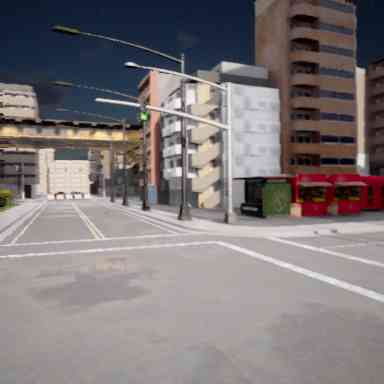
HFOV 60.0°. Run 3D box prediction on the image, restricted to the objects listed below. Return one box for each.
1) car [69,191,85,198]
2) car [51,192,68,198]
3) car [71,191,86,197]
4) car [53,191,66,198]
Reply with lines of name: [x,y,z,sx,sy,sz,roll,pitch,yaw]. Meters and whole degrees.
car: [-26.358,0.663,77.232,2.038,1.542,4.974,-1,1,-42]
car: [-30.339,0.575,76.037,1.853,1.218,4.536,-1,1,3]
car: [-26.395,0.506,77.268,1.853,1.218,4.536,-1,1,-42]
car: [-30.339,0.733,75.987,2.038,1.542,4.974,-1,1,3]
